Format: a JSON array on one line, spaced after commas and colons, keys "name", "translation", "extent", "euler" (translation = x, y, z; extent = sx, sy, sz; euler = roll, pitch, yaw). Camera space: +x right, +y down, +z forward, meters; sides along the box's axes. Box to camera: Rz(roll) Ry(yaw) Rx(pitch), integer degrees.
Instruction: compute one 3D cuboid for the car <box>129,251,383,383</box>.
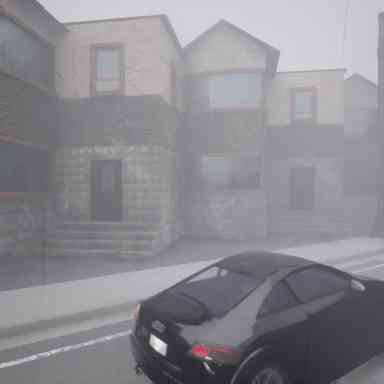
[{"name": "car", "translation": [1.268, 1.565, 4.656], "extent": [4.181, 1.385, 1.994], "euler": [0, 0, -36]}]
